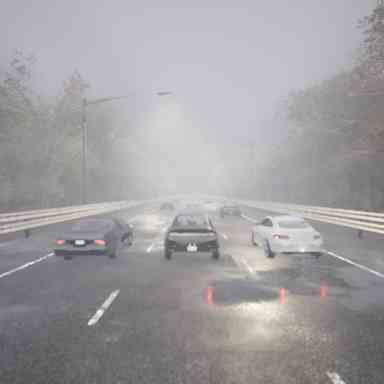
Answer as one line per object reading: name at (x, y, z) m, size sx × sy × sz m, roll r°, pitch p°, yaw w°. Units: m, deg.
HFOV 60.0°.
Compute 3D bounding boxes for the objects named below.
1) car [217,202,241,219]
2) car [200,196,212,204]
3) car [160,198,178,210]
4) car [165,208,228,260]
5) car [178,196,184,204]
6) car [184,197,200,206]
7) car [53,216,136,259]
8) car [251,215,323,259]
car at (3.518, 1.701, 31.951) m, size 2.128 × 1.511 × 4.902 m, roll 0°, pitch 0°, yaw 0°
car at (3.542, 2.010, 75.957) m, size 2.033 × 1.411 × 5.357 m, roll 0°, pitch 0°, yaw 0°
car at (-3.474, 1.837, 47.944) m, size 1.812 × 1.442 × 4.674 m, roll 0°, pitch 0°, yaw 0°
car at (0.006, 1.580, 12.886) m, size 2.128 × 1.511 × 4.902 m, roll 0°, pitch 0°, yaw 0°
car at (-3.458, 1.997, 75.969) m, size 2.128 × 1.511 × 4.902 m, roll 0°, pitch 0°, yaw 0°
car at (0.034, 1.993, 61.919) m, size 1.895 × 1.301 × 4.718 m, roll 0°, pitch 0°, yaw 0°
car at (-3.492, 1.637, 12.877) m, size 2.033 × 1.411 × 5.357 m, roll 0°, pitch 0°, yaw 0°
car at (3.506, 1.614, 12.875) m, size 1.812 × 1.442 × 4.674 m, roll 0°, pitch 0°, yaw 0°
